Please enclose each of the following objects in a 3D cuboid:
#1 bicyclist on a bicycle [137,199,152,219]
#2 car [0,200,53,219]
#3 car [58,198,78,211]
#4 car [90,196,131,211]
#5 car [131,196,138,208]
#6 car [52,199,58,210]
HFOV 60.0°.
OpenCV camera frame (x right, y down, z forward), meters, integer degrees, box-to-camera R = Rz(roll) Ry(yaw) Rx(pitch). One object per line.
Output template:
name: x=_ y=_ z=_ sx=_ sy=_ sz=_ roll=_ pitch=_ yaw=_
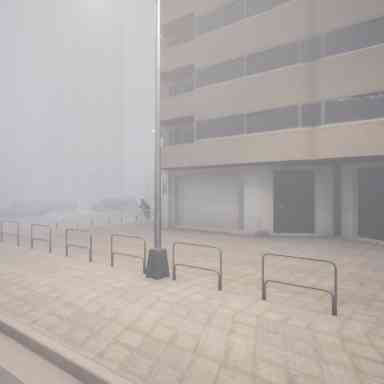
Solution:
bicyclist on a bicycle: x=-3.806 y=1.357 z=26.409 sx=1.656 sy=1.620 sz=0.582 roll=0 pitch=0 yaw=38
car: x=-15.063 y=1.619 z=29.584 sx=1.994 sy=1.385 sz=4.181 roll=0 pitch=0 yaw=39
car: x=-16.199 y=1.532 z=39.755 sx=1.882 sy=1.535 sz=5.008 roll=0 pitch=0 yaw=38
car: x=-10.408 y=1.560 z=41.474 sx=1.837 sy=1.490 sz=4.892 roll=0 pitch=0 yaw=38
car: x=-9.927 y=1.407 z=47.748 sx=2.097 sy=1.767 sz=4.553 roll=0 pitch=0 yaw=38
car: x=-16.555 y=1.560 z=33.604 sx=1.837 sy=1.490 sz=4.892 roll=0 pitch=0 yaw=38
